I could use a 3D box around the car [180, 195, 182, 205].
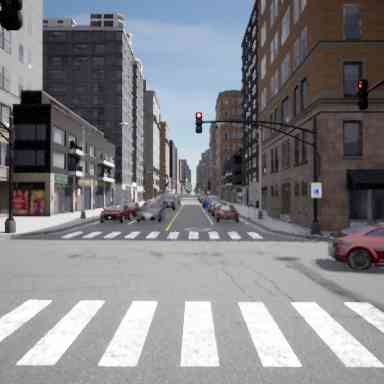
[{"bbox_3d":[-3.056,1.720,59.884,1.994,1.385,4.181,0,0,0],"label":"car"}]

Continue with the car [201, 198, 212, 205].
[{"bbox_3d":[2.619,1.691,59.981,1.802,1.307,4.206,1,0,0],"label":"car"}]

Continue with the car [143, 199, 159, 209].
[{"bbox_3d":[-5.896,1.668,48.634,1.802,1.307,4.206,1,0,0],"label":"car"}]

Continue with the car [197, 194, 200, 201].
[{"bbox_3d":[2.608,1.698,71.328,1.947,1.339,4.313,1,0,0],"label":"car"}]

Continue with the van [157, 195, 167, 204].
[{"bbox_3d":[-5.910,1.462,65.653,1.690,1.788,3.998,1,0,0],"label":"van"}]

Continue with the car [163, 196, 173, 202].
[{"bbox_3d":[-5.929,1.722,82.671,1.947,1.339,4.313,1,0,0],"label":"car"}]

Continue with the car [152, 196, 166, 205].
[{"bbox_3d":[-5.906,1.549,59.980,1.967,1.590,4.097,1,0,0],"label":"car"}]

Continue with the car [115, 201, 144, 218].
[{"bbox_3d":[-5.879,1.599,31.616,1.887,1.381,4.507,1,0,0],"label":"car"}]

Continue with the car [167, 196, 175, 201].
[{"bbox_3d":[-5.939,1.723,94.017,1.887,1.381,4.507,1,0,0],"label":"car"}]

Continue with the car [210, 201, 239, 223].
[{"bbox_3d":[2.652,1.626,25.941,1.802,1.307,4.206,1,0,0],"label":"car"}]

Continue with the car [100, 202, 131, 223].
[{"bbox_3d":[-5.874,1.589,25.943,1.887,1.381,4.507,1,0,0],"label":"car"}]

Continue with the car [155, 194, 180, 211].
[{"bbox_3d":[-3.139,1.288,42.499,2.150,2.045,5.566,0,1,1],"label":"car"}]

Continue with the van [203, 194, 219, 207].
[{"bbox_3d":[2.637,1.416,42.962,1.690,1.788,3.998,1,0,0],"label":"van"}]

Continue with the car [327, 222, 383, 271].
[{"bbox_3d":[6.422,1.633,10.265,4.181,1.385,1.994,0,0,12],"label":"car"}]

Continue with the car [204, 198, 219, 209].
[{"bbox_3d":[2.640,1.646,37.288,1.802,1.307,4.206,1,0,0],"label":"car"}]

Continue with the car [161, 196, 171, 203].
[{"bbox_3d":[-5.923,1.695,76.998,2.008,1.369,4.403,1,0,0],"label":"car"}]

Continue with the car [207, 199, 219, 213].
[{"bbox_3d":[2.646,1.636,31.615,1.802,1.307,4.206,1,0,0],"label":"car"}]

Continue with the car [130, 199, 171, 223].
[{"bbox_3d":[-3.122,1.536,25.974,2.128,1.511,4.902,0,0,0],"label":"car"}]

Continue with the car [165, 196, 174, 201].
[{"bbox_3d":[-5.934,1.733,88.344,1.947,1.339,4.313,1,0,0],"label":"car"}]

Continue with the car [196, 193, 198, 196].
[{"bbox_3d":[2.599,1.471,82.676,2.192,1.841,5.009,1,0,0],"label":"car"}]

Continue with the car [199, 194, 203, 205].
[{"bbox_3d":[2.632,1.401,48.636,2.192,1.841,5.009,1,0,0],"label":"car"}]
